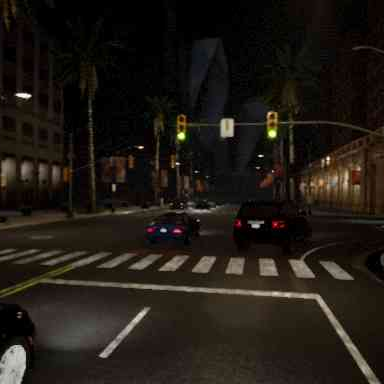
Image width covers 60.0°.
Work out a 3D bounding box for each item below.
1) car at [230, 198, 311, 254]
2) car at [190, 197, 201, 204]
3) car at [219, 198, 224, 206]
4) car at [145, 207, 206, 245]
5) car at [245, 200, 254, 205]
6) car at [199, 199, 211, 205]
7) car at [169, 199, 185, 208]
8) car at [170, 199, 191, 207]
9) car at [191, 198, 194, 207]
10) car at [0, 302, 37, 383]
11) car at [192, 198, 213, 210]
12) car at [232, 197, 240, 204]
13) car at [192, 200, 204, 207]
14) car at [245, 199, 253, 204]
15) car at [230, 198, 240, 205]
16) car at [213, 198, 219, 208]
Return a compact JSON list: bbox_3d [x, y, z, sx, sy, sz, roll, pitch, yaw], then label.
[{"bbox_3d":[3.682,1.399,14.756,2.150,2.045,5.566,-1,-1,29],"label":"car"},{"bbox_3d":[0.985,2.253,85.612,2.185,1.767,4.553,0,-1,9],"label":"car"},{"bbox_3d":[4.988,2.303,70.185,2.033,1.411,5.357,0,-1,10],"label":"car"},{"bbox_3d":[-0.782,1.717,16.623,2.033,1.411,5.357,0,-1,10],"label":"car"},{"bbox_3d":[13.979,2.525,80.857,1.895,1.301,4.718,0,-1,9],"label":"car"},{"bbox_3d":[3.174,2.374,79.939,2.128,1.511,4.902,0,-1,10],"label":"car"},{"bbox_3d":[-2.892,2.163,64.026,2.161,1.482,4.786,0,-1,9],"label":"car"},{"bbox_3d":[-1.982,1.875,51.252,2.097,1.767,4.553,0,-1,10],"label":"car"},{"bbox_3d":[-0.399,2.148,59.876,1.812,1.442,4.674,0,-1,10],"label":"car"},{"bbox_3d":[-2.923,1.510,2.132,1.837,1.490,4.892,0,-1,4],"label":"car"},{"bbox_3d":[1.708,2.117,51.992,1.994,1.385,4.181,0,-1,10],"label":"car"},{"bbox_3d":[12.192,2.385,91.500,2.097,1.767,4.553,0,-1,9],"label":"car"},{"bbox_3d":[1.340,2.330,69.656,1.895,1.301,4.718,0,-1,10],"label":"car"},{"bbox_3d":[15.640,2.585,90.901,2.033,1.411,5.357,0,-1,9],"label":"car"},{"bbox_3d":[10.551,2.271,81.563,2.097,1.767,4.553,0,-1,9],"label":"car"},{"bbox_3d":[3.259,2.177,60.445,1.812,1.442,4.674,0,-1,10],"label":"car"}]
